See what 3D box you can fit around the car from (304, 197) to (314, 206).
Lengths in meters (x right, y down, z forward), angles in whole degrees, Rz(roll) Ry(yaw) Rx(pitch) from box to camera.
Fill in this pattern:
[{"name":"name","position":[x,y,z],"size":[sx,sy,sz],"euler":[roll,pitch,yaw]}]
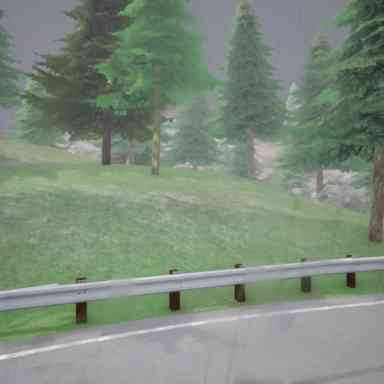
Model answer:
[{"name":"car","position":[14.776,1.368,37.912],"size":[2.097,1.767,4.553],"euler":[0,0,-15]}]
